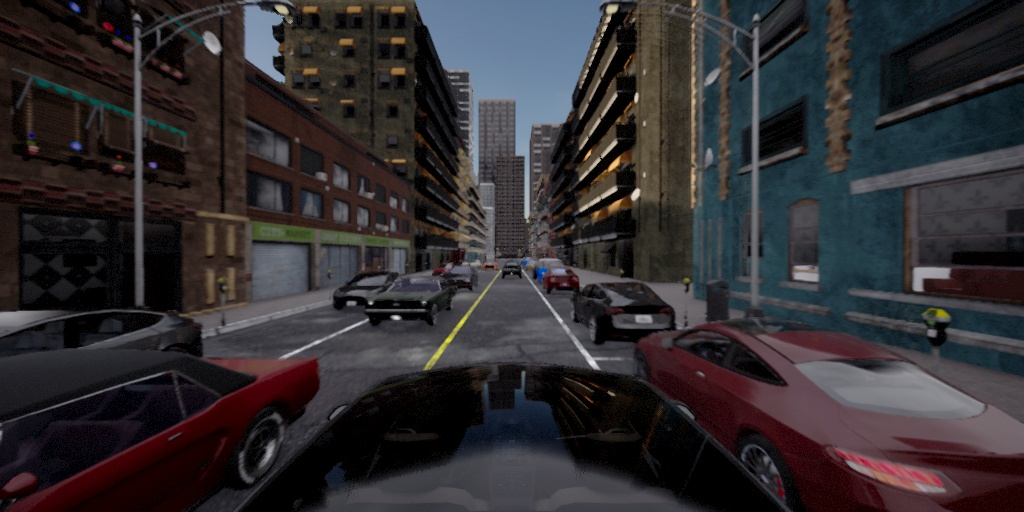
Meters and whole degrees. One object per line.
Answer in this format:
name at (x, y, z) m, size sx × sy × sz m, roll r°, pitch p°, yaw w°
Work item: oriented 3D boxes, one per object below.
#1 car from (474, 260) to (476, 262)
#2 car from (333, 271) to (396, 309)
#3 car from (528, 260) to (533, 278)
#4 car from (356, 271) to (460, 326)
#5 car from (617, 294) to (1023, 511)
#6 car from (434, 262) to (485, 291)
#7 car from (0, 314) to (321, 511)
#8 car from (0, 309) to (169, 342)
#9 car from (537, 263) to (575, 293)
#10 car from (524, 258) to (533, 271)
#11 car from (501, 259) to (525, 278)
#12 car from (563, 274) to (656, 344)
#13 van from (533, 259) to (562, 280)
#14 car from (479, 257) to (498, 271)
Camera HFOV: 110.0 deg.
car at (-5.707, 1.335, 42.535) m, size 1.802 × 1.307 × 4.207 m, roll 0°, pitch 0°, yaw 0°
car at (-5.697, 1.315, 14.918) m, size 1.948 × 1.339 × 4.313 m, roll 0°, pitch 0°, yaw 0°
car at (2.678, 1.317, 31.479) m, size 1.948 × 1.339 × 4.313 m, roll 0°, pitch 0°, yaw 0°
car at (-3.095, 1.350, 11.830) m, size 1.895 × 1.301 × 4.718 m, roll 0°, pitch 0°, yaw 0°
car at (2.688, 1.332, 3.862) m, size 1.802 × 1.307 × 4.207 m, roll 0°, pitch 0°, yaw 0°
car at (-3.082, 1.297, 22.229) m, size 2.033 × 1.411 × 5.357 m, roll 0°, pitch 0°, yaw 0°
car at (-3.095, 1.351, 1.820) m, size 1.895 × 1.301 × 4.718 m, roll 0°, pitch 0°, yaw 0°
car at (-5.693, 1.315, 3.871) m, size 1.948 × 1.339 × 4.313 m, roll 0°, pitch 0°, yaw 0°
car at (2.682, 1.295, 20.432) m, size 1.888 × 1.381 × 4.507 m, roll 0°, pitch 0°, yaw 0°
car at (2.672, 1.281, 48.219) m, size 1.751 × 1.417 × 4.829 m, roll 0°, pitch 0°, yaw 0°
car at (-0.006, 1.258, 33.686) m, size 1.837 × 1.490 × 4.892 m, roll 0°, pitch 0°, yaw 0°
car at (2.686, 1.315, 9.386) m, size 1.948 × 1.339 × 4.313 m, roll 0°, pitch 0°, yaw 0°
van at (2.680, 1.091, 25.956) m, size 1.690 × 1.789 × 3.998 m, roll 0°, pitch 0°, yaw 0°
car at (-3.017, 1.174, 50.319) m, size 2.097 × 1.767 × 4.553 m, roll 0°, pitch 0°, yaw 0°
